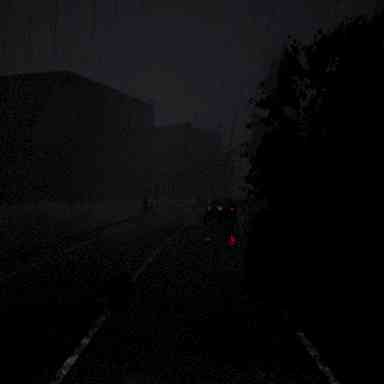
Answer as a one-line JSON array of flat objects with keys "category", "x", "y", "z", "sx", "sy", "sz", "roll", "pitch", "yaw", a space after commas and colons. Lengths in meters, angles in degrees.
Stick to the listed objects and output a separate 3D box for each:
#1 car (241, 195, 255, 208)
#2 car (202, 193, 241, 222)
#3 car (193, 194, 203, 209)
[{"category": "car", "x": 6.546, "y": 1.153, "z": 41.002, "sx": 1.882, "sy": 1.535, "sz": 5.008, "roll": 2, "pitch": 1, "yaw": 18}, {"category": "car", "x": 2.255, "y": 1.134, "z": 24.410, "sx": 2.097, "sy": 1.767, "sz": 4.553, "roll": 1, "pitch": 1, "yaw": 10}, {"category": "car", "x": 1.620, "y": 0.951, "z": 36.719, "sx": 2.097, "sy": 1.767, "sz": 4.553, "roll": 2, "pitch": 1, "yaw": 17}]
